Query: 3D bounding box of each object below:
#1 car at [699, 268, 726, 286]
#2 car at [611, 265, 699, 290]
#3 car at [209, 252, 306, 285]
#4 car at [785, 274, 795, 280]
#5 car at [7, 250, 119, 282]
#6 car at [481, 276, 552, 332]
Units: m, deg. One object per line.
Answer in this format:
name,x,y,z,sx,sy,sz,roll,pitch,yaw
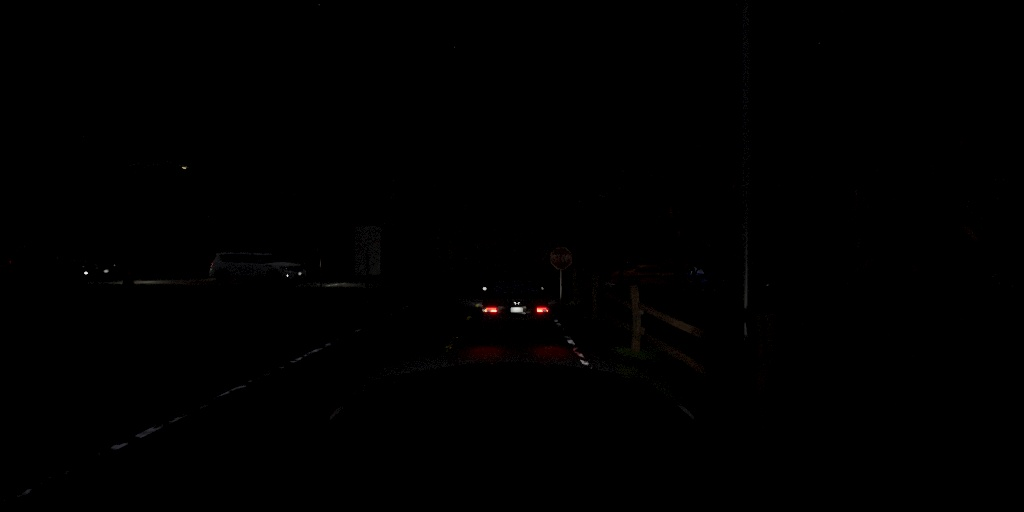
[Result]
car,12.920,1.458,26.509,5.357,1.411,2.033,1,0,0
car,9.138,1.357,23.593,5.008,1.535,1.882,1,0,1
car,-16.817,0.789,23.816,5.566,2.045,2.150,1,0,1
car,22.704,1.529,26.419,4.892,1.490,1.837,1,0,0
car,-29.857,0.624,23.941,5.566,2.045,2.150,1,0,0
car,0.060,1.297,10.844,2.033,1.411,5.357,0,0,-1
